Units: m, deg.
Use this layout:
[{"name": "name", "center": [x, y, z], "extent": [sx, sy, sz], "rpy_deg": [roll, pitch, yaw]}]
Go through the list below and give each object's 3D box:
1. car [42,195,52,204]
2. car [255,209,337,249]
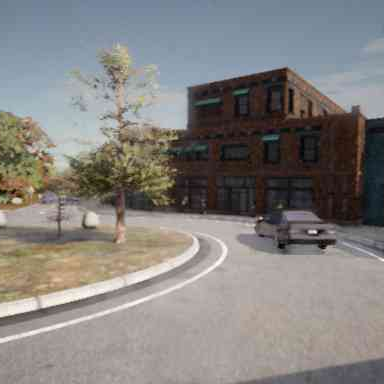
[{"name": "car", "center": [-26.015, 1.099, 60.961], "extent": [2.150, 2.045, 5.566], "rpy_deg": [0, 1, -17]}, {"name": "car", "center": [4.010, 1.393, 13.742], "extent": [2.033, 1.411, 5.357], "rpy_deg": [1, 0, -1]}]
